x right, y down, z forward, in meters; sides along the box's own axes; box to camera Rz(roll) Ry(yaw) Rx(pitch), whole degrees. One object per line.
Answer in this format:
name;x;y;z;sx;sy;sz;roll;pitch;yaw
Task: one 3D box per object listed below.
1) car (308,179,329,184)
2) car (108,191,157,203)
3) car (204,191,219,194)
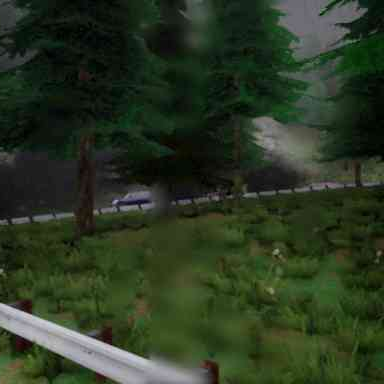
car;13.529;-0.633;35.884;4.181;1.385;1.994;-5;-1;6
car;-5.588;0.725;31.198;4.553;1.767;2.097;-5;2;-29
car;3.557;0.086;35.170;4.902;1.511;2.128;-5;1;-13
